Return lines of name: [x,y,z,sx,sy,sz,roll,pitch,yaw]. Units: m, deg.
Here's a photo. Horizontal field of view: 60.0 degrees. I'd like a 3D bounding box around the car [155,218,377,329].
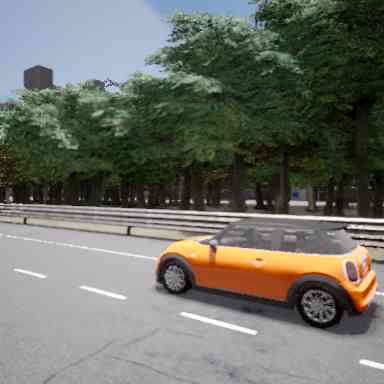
car: [1.352,1.353,7.202,4.553,1.767,2.097,0,0,36]
